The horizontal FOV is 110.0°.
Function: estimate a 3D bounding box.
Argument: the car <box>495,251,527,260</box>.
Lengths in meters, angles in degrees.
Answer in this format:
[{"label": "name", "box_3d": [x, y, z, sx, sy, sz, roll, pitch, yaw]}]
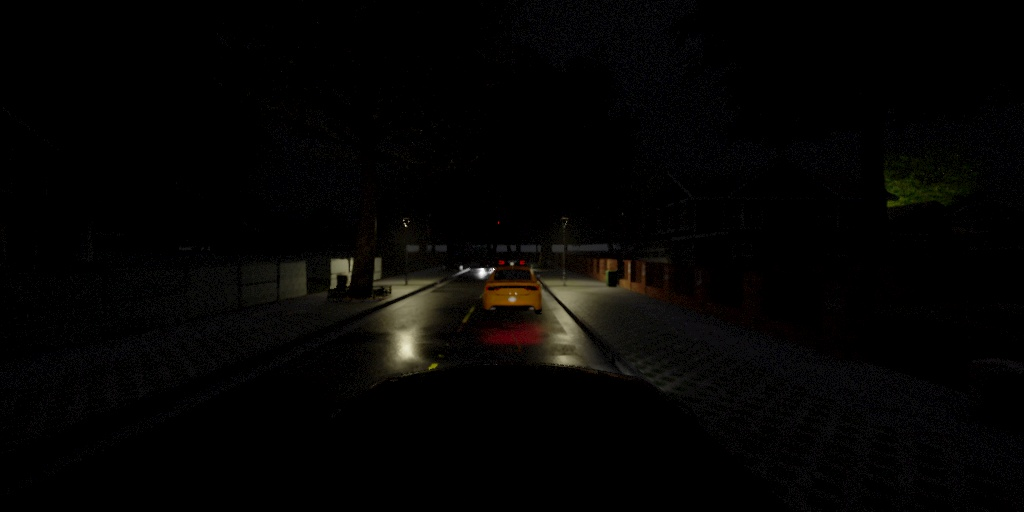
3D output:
[{"label": "car", "box_3d": [0.019, 0.630, 29.675, 2.150, 2.045, 5.566, 0, 1, 0]}]

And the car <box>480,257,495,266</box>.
[{"label": "car", "box_3d": [-2.880, 0.776, 44.447, 1.895, 1.301, 4.718, 0, 1, 0]}]

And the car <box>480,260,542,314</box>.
[{"label": "car", "box_3d": [0.033, 1.102, 13.127, 1.882, 1.535, 5.008, 0, 1, 0]}]
